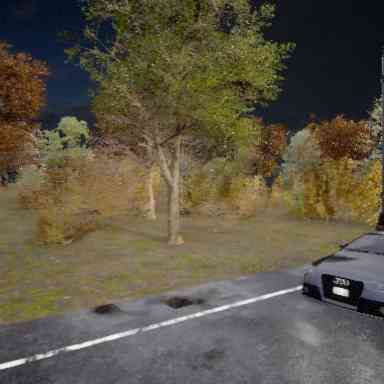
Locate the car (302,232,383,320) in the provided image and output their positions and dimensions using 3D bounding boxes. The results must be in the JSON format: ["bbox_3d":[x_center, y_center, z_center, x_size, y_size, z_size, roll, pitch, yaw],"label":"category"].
[{"bbox_3d":[4.243,1.571,7.020,4.181,1.385,1.994,0,0,-36],"label":"car"}]
